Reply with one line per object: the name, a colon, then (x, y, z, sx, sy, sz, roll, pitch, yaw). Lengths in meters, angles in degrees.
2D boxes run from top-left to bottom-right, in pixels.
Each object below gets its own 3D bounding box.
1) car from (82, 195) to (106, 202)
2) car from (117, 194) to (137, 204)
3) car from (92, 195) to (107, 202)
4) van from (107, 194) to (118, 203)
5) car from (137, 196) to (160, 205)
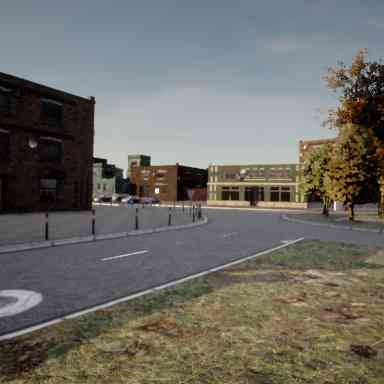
car: (-22.282, 1.449, 75.937, 2.097, 1.535, 5.008, 2, -1, 32)
car: (-12.748, 1.573, 69.969, 2.185, 1.767, 4.553, 1, -1, 32)
car: (-19.803, 1.393, 74.420, 2.185, 1.767, 4.553, 2, -1, 32)
van: (-15.283, 1.412, 71.396, 1.878, 1.987, 4.442, 1, -1, 32)
car: (-8.188, 1.825, 67.016, 2.163, 1.488, 4.792, 1, -1, 32)
